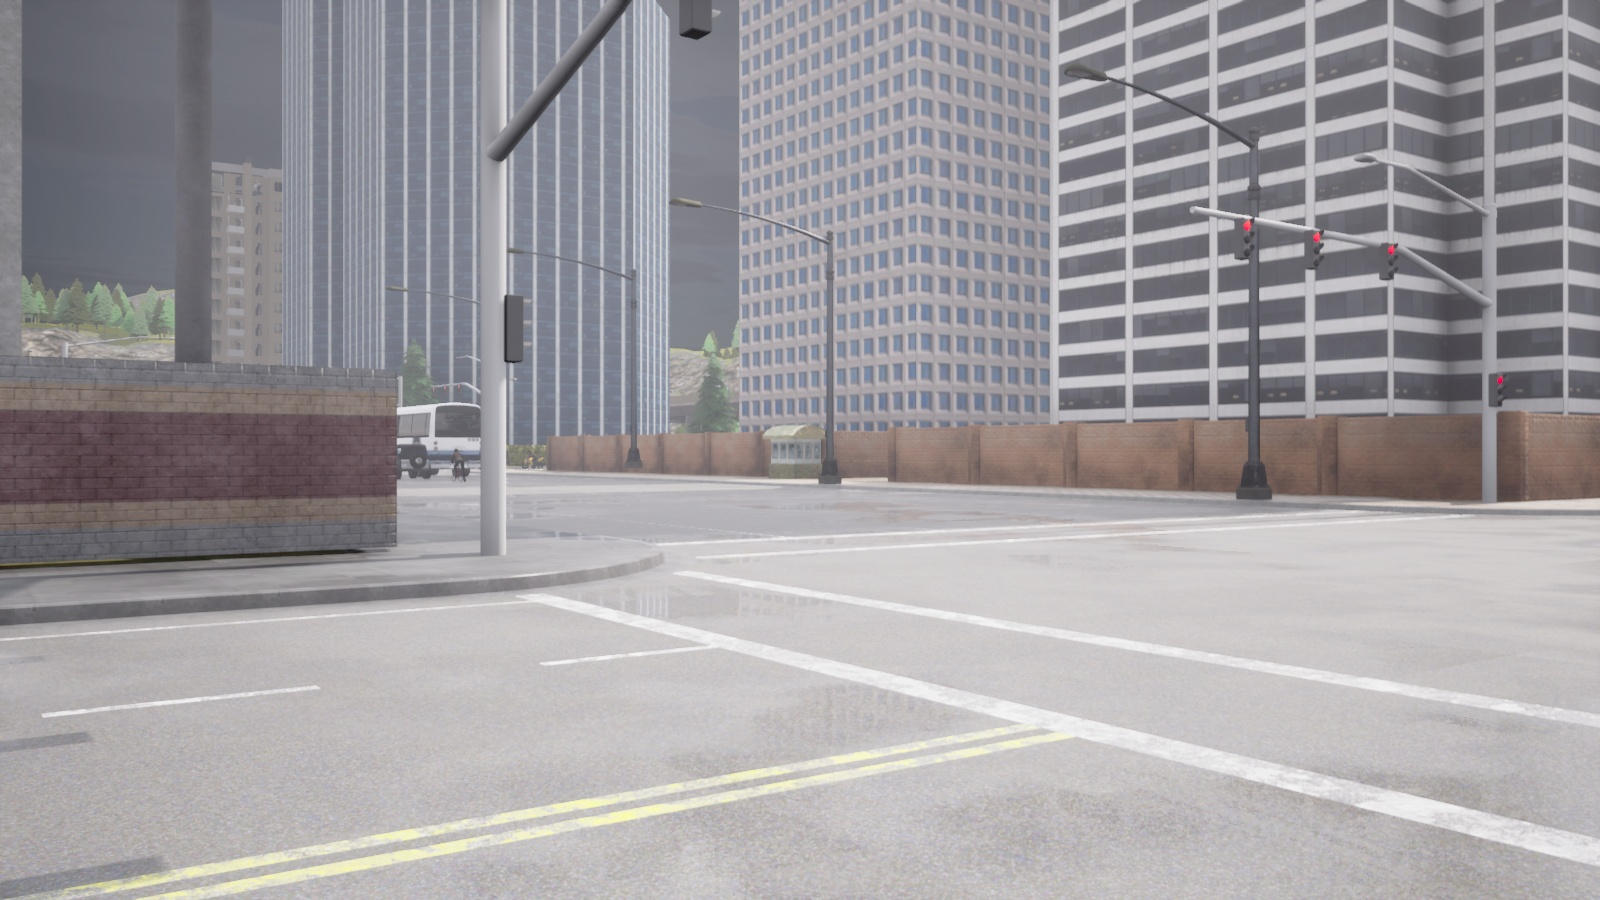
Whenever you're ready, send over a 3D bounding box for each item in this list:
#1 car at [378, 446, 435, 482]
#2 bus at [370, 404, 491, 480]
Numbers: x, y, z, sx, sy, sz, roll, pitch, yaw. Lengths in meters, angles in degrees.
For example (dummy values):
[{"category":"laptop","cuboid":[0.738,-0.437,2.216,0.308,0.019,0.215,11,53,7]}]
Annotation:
[{"category":"car","cuboid":[-21.289,0.718,67.864,1.905,1.878,3.866,0,0,-35]},{"category":"bus","cuboid":[-22.409,-0.438,75.652,3.944,4.253,10.273,0,0,-35]}]
